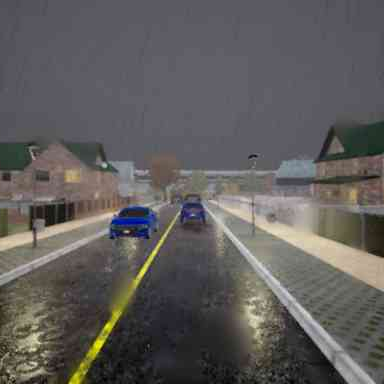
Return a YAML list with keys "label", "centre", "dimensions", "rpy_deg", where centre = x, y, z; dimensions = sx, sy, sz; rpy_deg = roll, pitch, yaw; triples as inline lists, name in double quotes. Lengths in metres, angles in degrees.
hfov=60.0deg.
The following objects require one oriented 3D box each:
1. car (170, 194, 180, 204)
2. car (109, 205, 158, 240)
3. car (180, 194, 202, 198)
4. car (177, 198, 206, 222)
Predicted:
- label: "car"
  centre: [-2.780, 1.326, 62.090]
  dimensions: [2.150, 2.045, 5.566]
  rpy_deg: [0, 0, 0]
- label: "car"
  centre: [-2.859, 1.467, 17.059]
  dimensions: [1.882, 1.535, 5.008]
  rpy_deg: [0, 0, 0]
- label: "car"
  centre: [0.056, 1.223, 39.252]
  dimensions: [2.150, 2.045, 5.566]
  rpy_deg: [0, 0, 0]
- label: "car"
  centre: [0.069, 1.469, 26.034]
  dimensions: [1.882, 1.535, 5.008]
  rpy_deg: [0, 0, 0]
